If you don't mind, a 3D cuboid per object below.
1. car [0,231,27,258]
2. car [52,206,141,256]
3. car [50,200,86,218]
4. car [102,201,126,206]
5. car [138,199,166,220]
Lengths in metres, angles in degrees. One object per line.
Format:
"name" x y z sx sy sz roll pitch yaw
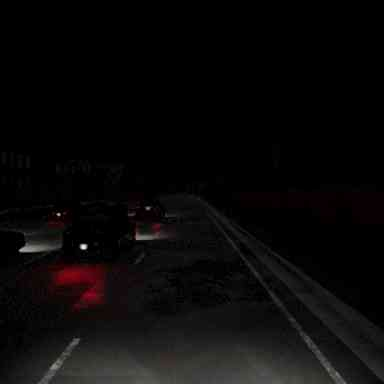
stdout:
"car" -6.956 1.540 9.643 2.033 1.411 5.357 0 0 1
"car" -3.428 1.494 12.990 1.837 1.490 4.892 0 0 0
"car" -10.420 1.485 28.454 1.837 1.490 4.892 0 1 0
"car" -6.917 1.504 29.375 1.812 1.442 4.674 0 0 0
"car" -3.424 1.330 28.071 2.097 1.767 4.553 0 0 0
